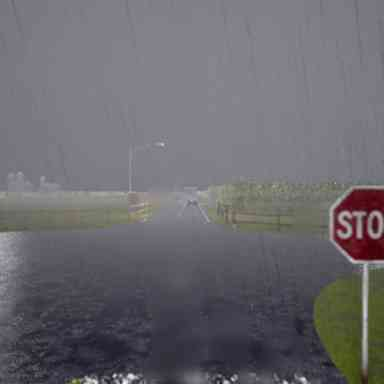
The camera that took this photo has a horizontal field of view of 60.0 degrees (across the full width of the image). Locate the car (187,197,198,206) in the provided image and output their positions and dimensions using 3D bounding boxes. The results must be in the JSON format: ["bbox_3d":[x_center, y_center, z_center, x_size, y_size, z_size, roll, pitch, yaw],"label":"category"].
[{"bbox_3d":[0.052,1.791,62.761,2.097,1.767,4.553,0,0,0],"label":"car"}]

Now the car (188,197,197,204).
[{"bbox_3d":[0.060,1.887,72.828,1.994,1.385,4.181,0,0,0],"label":"car"}]
